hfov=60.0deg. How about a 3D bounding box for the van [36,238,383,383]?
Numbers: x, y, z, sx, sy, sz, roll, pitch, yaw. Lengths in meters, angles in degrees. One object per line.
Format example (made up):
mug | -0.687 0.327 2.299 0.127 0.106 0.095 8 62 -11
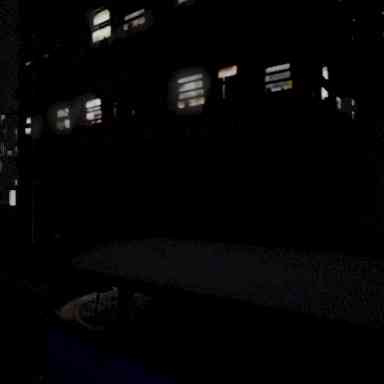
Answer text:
van | 0.493 1.350 2.505 3.998 1.788 1.690 -1 0 36

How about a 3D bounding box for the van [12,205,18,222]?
van | -11.259 1.600 25.642 1.690 1.788 3.998 0 0 35

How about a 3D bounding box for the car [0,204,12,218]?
car | -18.091 1.781 30.499 1.947 1.339 4.313 0 0 35
